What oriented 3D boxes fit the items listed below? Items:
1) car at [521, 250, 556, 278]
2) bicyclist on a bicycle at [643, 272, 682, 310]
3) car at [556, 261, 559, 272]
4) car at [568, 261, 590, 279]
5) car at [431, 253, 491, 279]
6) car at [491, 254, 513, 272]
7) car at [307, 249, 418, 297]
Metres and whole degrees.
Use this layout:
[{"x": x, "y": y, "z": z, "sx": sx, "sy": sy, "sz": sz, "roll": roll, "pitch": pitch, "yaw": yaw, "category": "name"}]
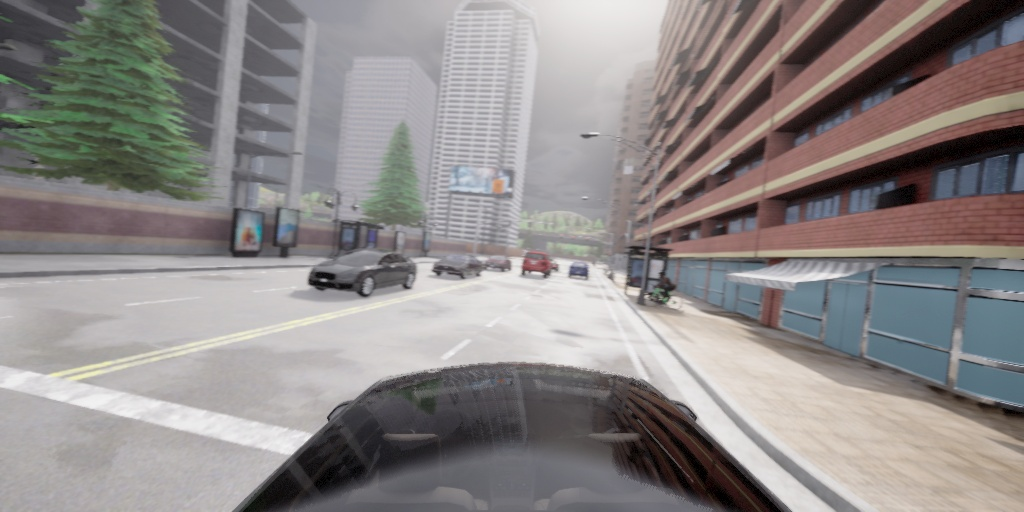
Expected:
[{"x": 2.216, "y": 0.692, "z": 31.066, "sx": 2.150, "sy": 2.045, "sz": 5.566, "roll": 6, "pitch": 1, "yaw": 11, "category": "car"}, {"x": 6.722, "y": 1.539, "z": 15.877, "sx": 1.656, "sy": 1.620, "sz": 0.582, "roll": 6, "pitch": 1, "yaw": 11, "category": "bicyclist on a bicycle"}, {"x": 4.698, "y": 1.120, "z": 43.615, "sx": 1.895, "sy": 1.301, "sz": 4.718, "roll": 6, "pitch": 1, "yaw": 11, "category": "car"}, {"x": 6.576, "y": 1.353, "z": 35.246, "sx": 1.882, "sy": 1.535, "sz": 5.008, "roll": 6, "pitch": 1, "yaw": 11, "category": "car"}, {"x": -3.233, "y": 0.573, "z": 22.797, "sx": 2.033, "sy": 1.411, "sz": 5.357, "roll": 6, "pitch": 1, "yaw": 11, "category": "car"}, {"x": -1.195, "y": 0.593, "z": 32.884, "sx": 1.812, "sy": 1.442, "sz": 4.674, "roll": 6, "pitch": 1, "yaw": 12, "category": "car"}, {"x": -5.169, "y": 0.492, "z": 13.160, "sx": 1.837, "sy": 1.490, "sz": 4.892, "roll": 6, "pitch": 1, "yaw": 11, "category": "car"}]
